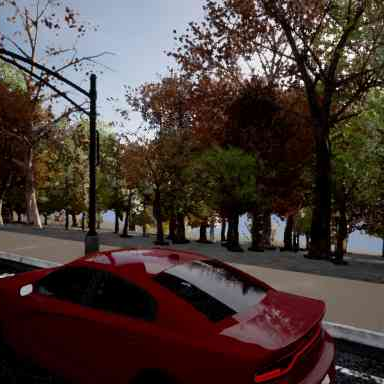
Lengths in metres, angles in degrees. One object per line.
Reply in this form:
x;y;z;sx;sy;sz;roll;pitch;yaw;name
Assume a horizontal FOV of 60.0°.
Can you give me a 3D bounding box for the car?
-0.876;1.477;4.302;5.008;1.535;1.882;0;0;35;car
